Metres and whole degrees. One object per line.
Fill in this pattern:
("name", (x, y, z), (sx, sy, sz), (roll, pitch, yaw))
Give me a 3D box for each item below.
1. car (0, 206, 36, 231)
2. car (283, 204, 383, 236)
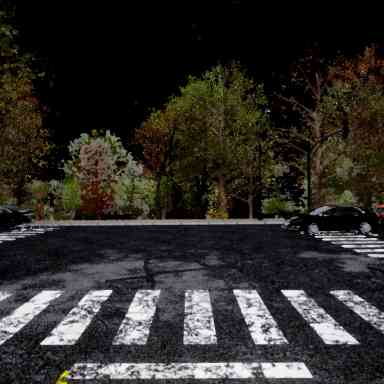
("car", (-12.738, 1.677, 21.576), (4.902, 1.511, 2.128), (-1, -1, 1))
("car", (7.281, 1.436, 17.533), (4.892, 1.490, 1.837), (0, -1, -8))
